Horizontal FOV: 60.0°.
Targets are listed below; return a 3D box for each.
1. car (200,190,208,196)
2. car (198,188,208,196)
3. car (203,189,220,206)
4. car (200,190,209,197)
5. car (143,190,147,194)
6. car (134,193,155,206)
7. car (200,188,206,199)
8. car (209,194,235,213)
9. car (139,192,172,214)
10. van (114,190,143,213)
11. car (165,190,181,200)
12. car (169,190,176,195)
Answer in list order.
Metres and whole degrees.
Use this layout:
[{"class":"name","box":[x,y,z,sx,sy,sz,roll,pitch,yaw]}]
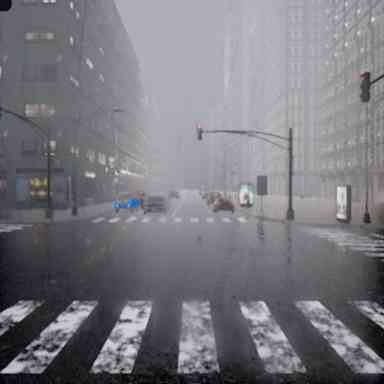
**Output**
[{"class":"car","box":[2.783,0.290,78.840,1.802,1.307,4.206,0,1,0]},{"class":"car","box":[2.791,-0.064,84.363,2.192,1.841,5.009,0,1,0]},{"class":"car","box":[2.742,0.770,40.150,1.967,1.590,4.097,0,1,0]},{"class":"car","box":[2.778,0.341,73.313,1.887,1.381,4.507,0,1,0]},{"class":"car","box":[-5.644,0.736,34.631,2.192,1.841,5.009,0,1,0]},{"class":"car","box":[-5.639,0.875,40.162,1.887,1.381,4.507,0,1,0]},{"class":"car","box":[2.760,0.500,56.731,1.967,1.590,4.097,0,1,0]},{"class":"car","box":[2.729,1.094,29.098,1.802,1.307,4.206,0,1,0]},{"class":"car","box":[-2.968,1.071,28.209,1.837,1.490,4.892,0,1,0]},{"class":"van","box":[-5.650,0.853,29.105,1.690,1.788,3.998,0,1,0]},{"class":"car","box":[-2.939,0.550,55.216,1.837,1.490,4.892,0,1,0]},{"class":"car","box":[-5.579,0.014,95.431,1.947,1.339,4.313,0,1,0]}]
